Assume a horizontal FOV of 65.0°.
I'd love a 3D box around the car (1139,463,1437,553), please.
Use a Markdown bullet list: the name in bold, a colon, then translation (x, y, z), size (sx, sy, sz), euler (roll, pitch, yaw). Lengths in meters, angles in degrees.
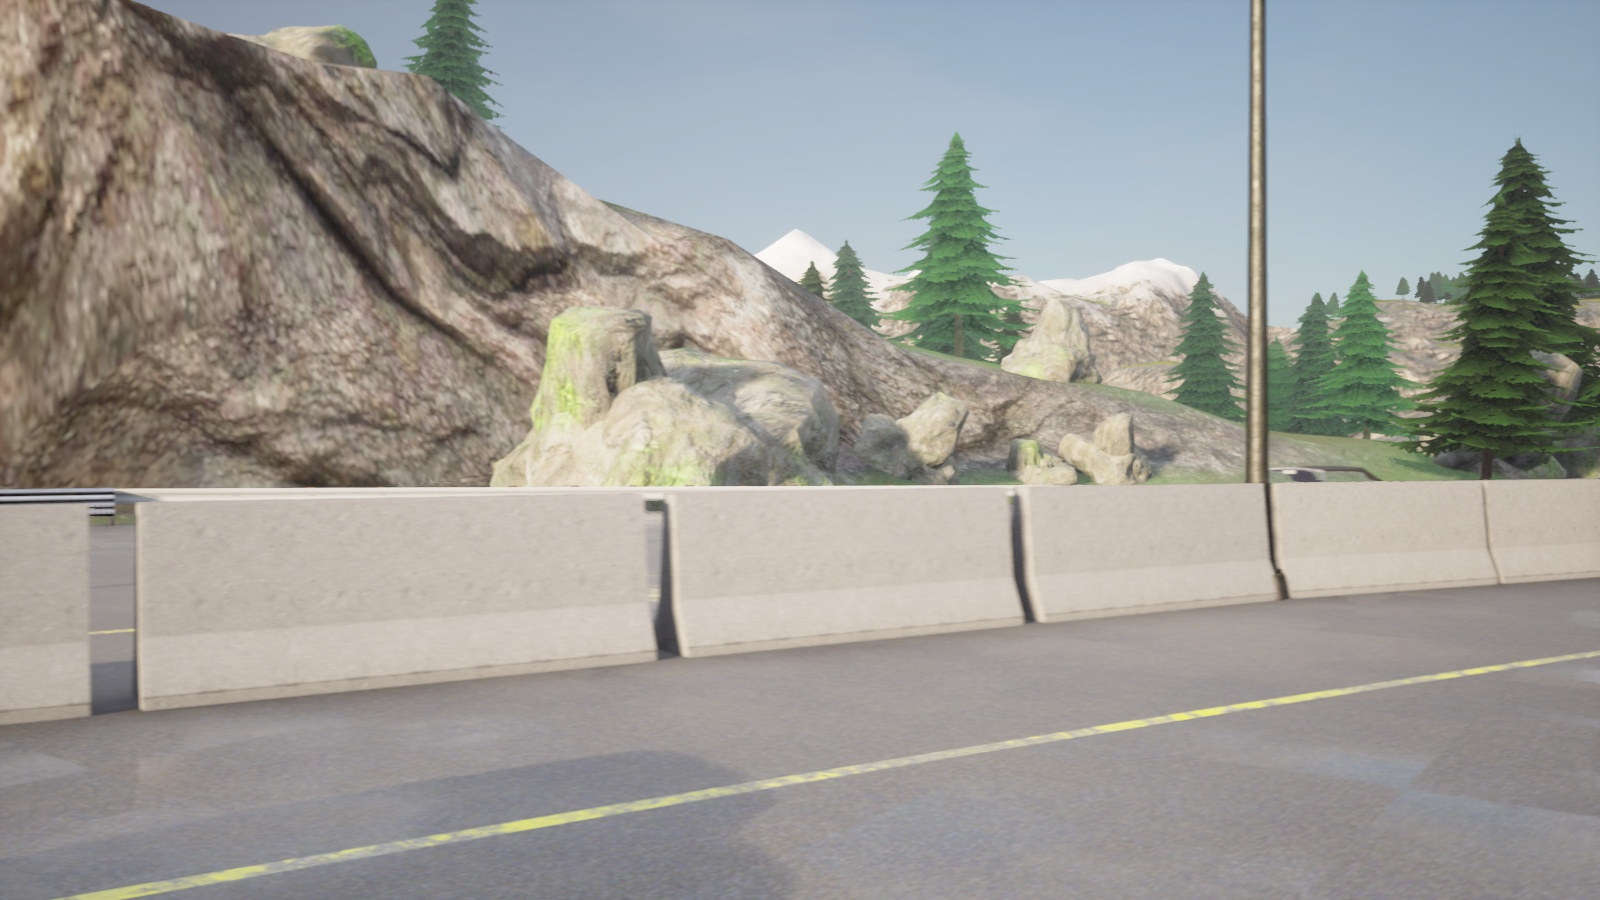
- **car**: translation (7.997, 0.877, 20.522), size (4.718, 1.301, 1.895), euler (0, 0, -27)
